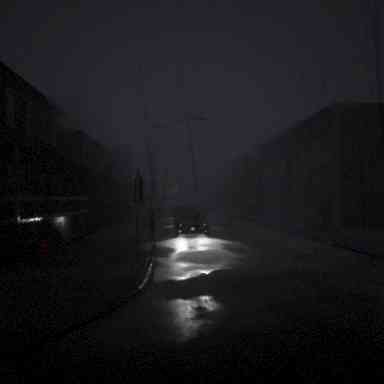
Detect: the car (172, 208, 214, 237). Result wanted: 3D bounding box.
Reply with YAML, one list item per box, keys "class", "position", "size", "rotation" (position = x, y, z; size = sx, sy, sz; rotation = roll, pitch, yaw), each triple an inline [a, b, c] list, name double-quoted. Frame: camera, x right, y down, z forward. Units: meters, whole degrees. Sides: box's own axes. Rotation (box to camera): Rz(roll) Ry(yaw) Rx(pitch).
- class: "car"
  position: [-0.064, 1.909, 20.577]
  size: [1.994, 1.385, 4.181]
  rotation: [0, -1, -3]

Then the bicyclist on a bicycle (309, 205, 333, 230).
- class: "bicyclist on a bicycle"
  position: [8.291, 1.654, 21.416]
  size: [1.656, 1.620, 0.582]
  rotation: [-1, -1, -4]

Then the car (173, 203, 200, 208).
- class: "car"
  position: [-0.665, 2.000, 29.457]
  size: [1.837, 1.490, 4.892]
  rotation: [0, -1, -4]

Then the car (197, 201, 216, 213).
- class: "car"
  position: [2.256, 2.353, 48.415]
  size: [1.994, 1.385, 4.181]
  rotation: [0, -1, -3]

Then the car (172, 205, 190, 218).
- class: "car"
  position: [-1.316, 2.226, 39.334]
  size: [1.994, 1.385, 4.181]
  rotation: [0, -1, -4]
